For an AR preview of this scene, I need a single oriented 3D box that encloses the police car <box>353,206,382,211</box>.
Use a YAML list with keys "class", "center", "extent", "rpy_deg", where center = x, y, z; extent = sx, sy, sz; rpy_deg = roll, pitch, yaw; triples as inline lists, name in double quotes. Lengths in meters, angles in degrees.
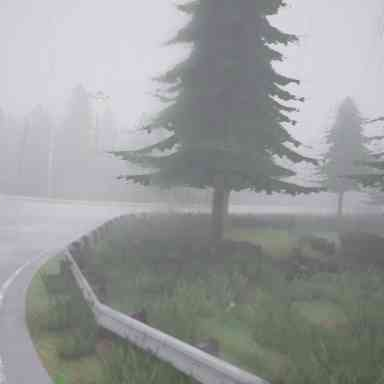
- class: "police car"
  center: [25.636, 2.166, 48.663]
  extent: [5.238, 1.638, 1.930]
  rpy_deg: [2, 3, -29]
